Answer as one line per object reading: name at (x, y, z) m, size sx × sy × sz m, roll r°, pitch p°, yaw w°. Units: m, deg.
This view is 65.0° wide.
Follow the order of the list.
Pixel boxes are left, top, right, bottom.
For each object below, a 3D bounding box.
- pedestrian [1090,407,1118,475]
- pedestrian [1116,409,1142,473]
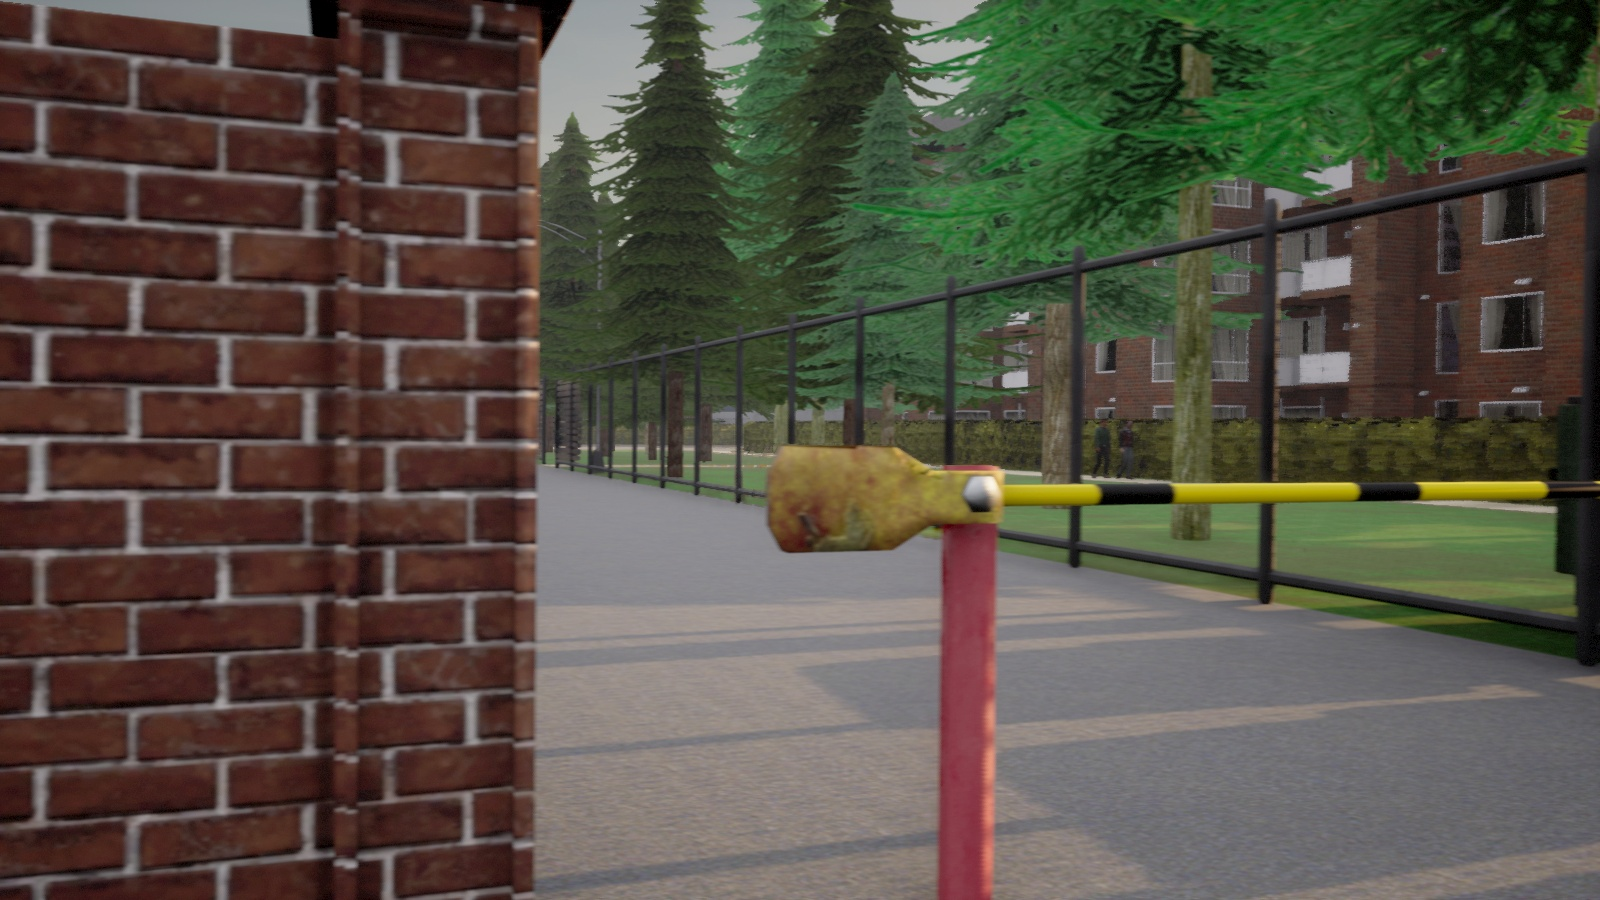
pedestrian at (8.938, -0.270, 36.897) m, size 0.423 × 1.949 × 0.788 m, roll -1°, pitch 1°, yaw -21°
pedestrian at (9.613, -0.275, 36.721) m, size 0.376 × 1.854 × 0.720 m, roll -1°, pitch 1°, yaw -21°
